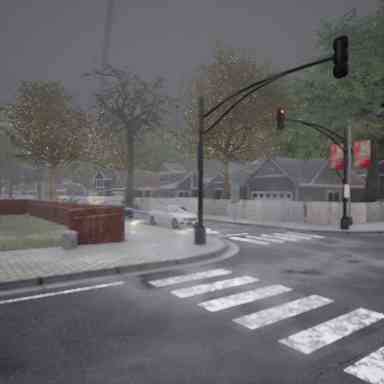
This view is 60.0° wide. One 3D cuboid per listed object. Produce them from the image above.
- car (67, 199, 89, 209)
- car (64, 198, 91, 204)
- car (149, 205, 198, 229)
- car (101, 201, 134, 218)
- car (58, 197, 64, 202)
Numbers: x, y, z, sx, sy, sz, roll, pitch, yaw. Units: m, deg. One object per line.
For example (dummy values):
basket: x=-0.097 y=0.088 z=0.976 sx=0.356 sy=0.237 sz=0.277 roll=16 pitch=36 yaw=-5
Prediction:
car: x=-16.969 y=1.734 z=49.414 sx=1.994 sy=1.385 sz=4.181 roll=1 pitch=-1 yaw=-35
car: x=-13.088 y=1.594 z=39.007 sx=1.882 sy=1.535 sz=5.008 roll=1 pitch=-1 yaw=-35
car: x=-1.267 y=1.611 z=22.455 sx=1.812 sy=1.442 sz=4.674 roll=1 pitch=-1 yaw=-36
car: x=-7.103 y=1.577 z=30.625 sx=1.882 sy=1.535 sz=5.008 roll=1 pitch=-1 yaw=-36
car: x=-22.627 y=1.680 z=57.223 sx=2.128 sy=1.511 sz=4.902 roll=1 pitch=-1 yaw=-36
